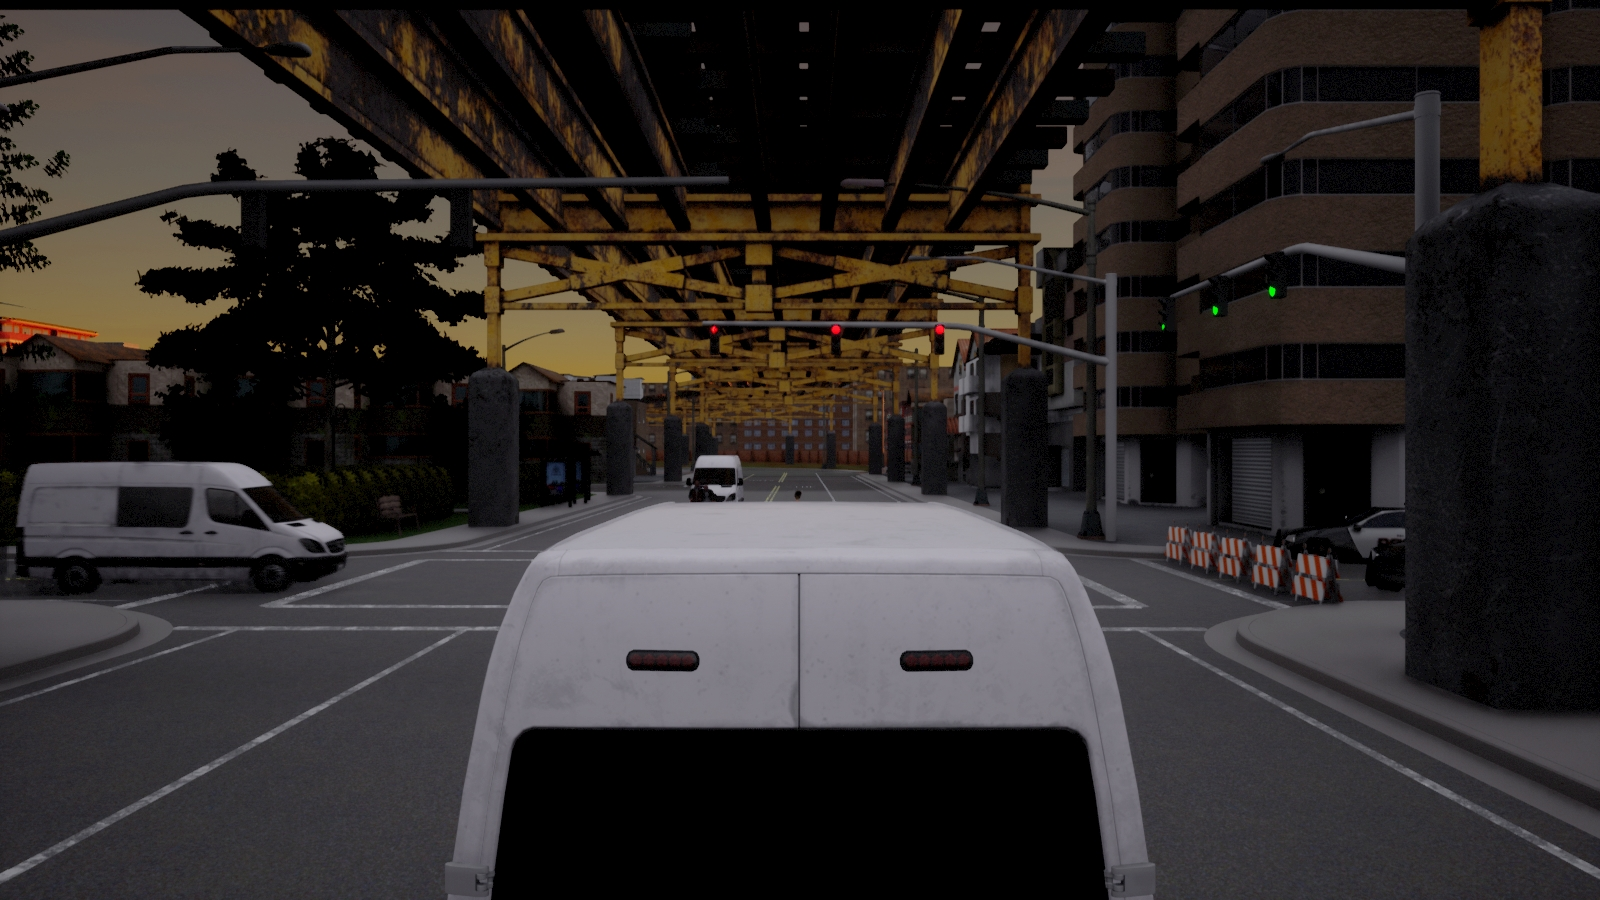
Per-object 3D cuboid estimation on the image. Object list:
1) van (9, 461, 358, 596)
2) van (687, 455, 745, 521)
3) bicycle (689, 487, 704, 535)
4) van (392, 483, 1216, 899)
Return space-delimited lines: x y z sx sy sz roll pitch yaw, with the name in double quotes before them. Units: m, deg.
"van" -12.291 1.523 23.122 5.915 2.561 1.988 0 0 -4
"van" -3.456 1.513 48.058 1.988 2.561 5.915 0 0 0
"bicycle" -3.463 2.030 38.264 0.329 1.496 1.835 0 0 1
"van" 0.015 1.531 5.717 1.988 2.561 5.915 0 0 0
